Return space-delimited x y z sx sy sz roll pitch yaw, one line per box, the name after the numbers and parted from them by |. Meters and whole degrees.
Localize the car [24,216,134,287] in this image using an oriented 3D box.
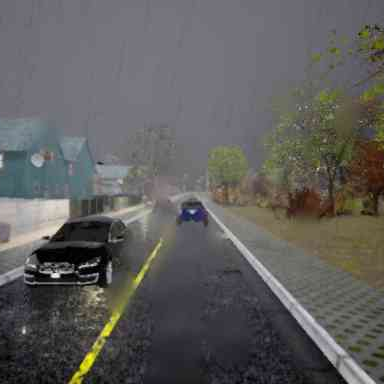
-2.838 1.500 9.355 1.837 1.490 4.892 0 0 0 | car

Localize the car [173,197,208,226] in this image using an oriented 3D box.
0.039 1.335 23.571 2.097 1.767 4.553 0 0 1 | car

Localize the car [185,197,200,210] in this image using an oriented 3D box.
0.095 1.477 43.006 1.837 1.490 4.892 0 0 0 | car

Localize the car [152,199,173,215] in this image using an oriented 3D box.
-2.787 1.484 33.133 1.837 1.490 4.892 0 0 1 | car
